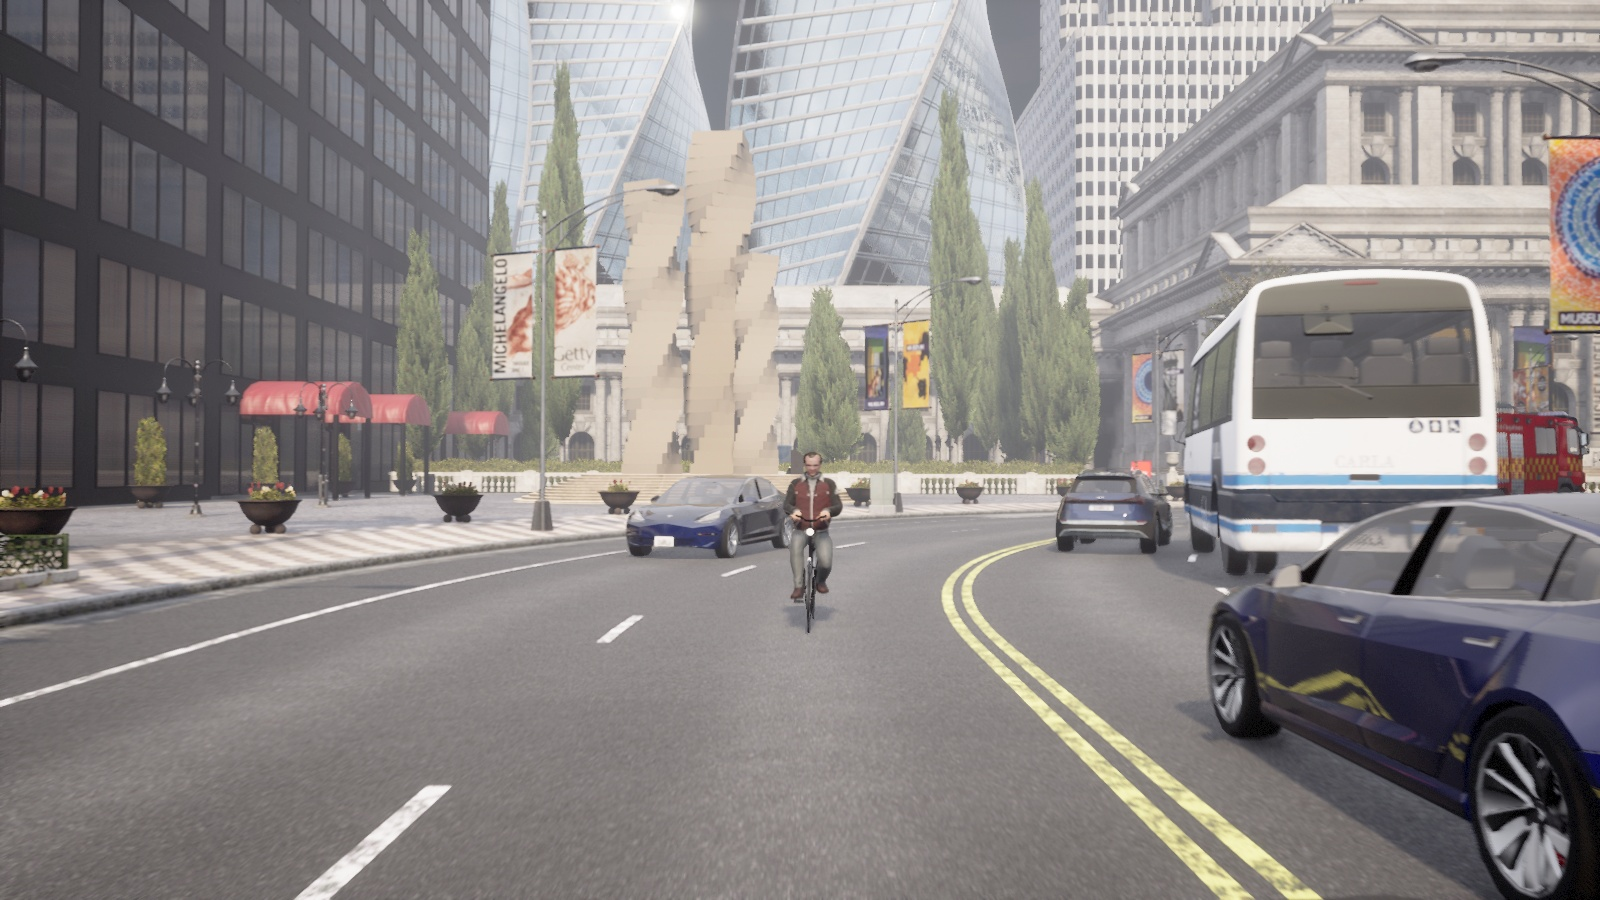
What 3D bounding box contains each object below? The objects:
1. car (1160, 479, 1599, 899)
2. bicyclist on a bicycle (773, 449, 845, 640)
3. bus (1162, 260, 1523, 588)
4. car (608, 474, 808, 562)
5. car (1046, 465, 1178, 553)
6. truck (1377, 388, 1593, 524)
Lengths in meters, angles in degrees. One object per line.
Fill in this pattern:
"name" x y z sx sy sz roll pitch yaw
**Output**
"car" 3.484 0.900 5.952 2.163 1.488 4.792 0 -1 0
"bicyclist on a bicycle" 0.114 0.896 12.603 0.659 1.776 1.843 0 -1 2
"bus" 8.590 -0.233 21.713 3.944 4.253 10.273 -1 -1 13
"car" -1.605 1.224 24.094 2.163 1.488 4.792 -1 -1 18
"car" 6.605 1.157 26.194 2.033 1.649 4.856 -1 -1 21
"truck" 21.565 0.222 39.297 8.468 3.827 2.891 1 -1 -39
